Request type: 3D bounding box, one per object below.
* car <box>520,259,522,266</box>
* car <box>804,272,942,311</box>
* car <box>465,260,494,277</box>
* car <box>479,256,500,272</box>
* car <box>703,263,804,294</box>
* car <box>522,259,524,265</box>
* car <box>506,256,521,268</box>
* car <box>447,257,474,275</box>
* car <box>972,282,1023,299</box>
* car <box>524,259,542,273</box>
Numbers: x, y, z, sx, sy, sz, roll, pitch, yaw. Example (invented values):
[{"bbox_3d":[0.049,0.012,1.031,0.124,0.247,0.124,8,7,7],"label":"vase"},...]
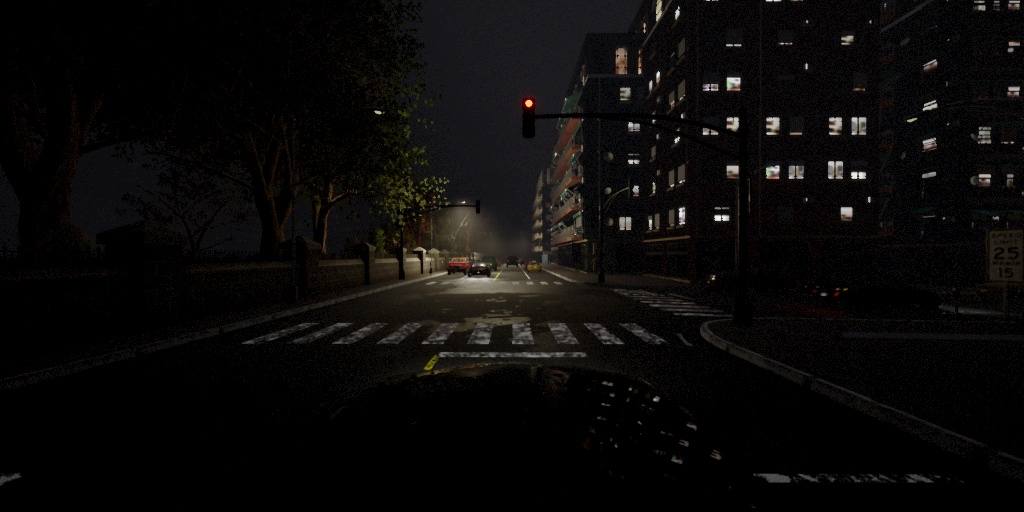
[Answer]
[{"bbox_3d":[2.749,1.316,55.310,2.007,1.370,4.403,0,0,0],"label":"car"},{"bbox_3d":[16.539,1.606,16.361,4.674,1.442,1.812,1,0,0],"label":"car"},{"bbox_3d":[-3.064,1.317,34.685,1.994,1.385,4.181,0,0,0],"label":"car"},{"bbox_3d":[-3.060,0.983,47.216,2.150,2.045,5.566,0,0,-1],"label":"car"},{"bbox_3d":[14.621,1.338,22.106,5.009,1.841,2.192,0,0,0],"label":"car"},{"bbox_3d":[2.743,1.306,49.774,1.888,1.381,4.507,0,0,0],"label":"car"},{"bbox_3d":[0.068,0.993,63.637,2.150,2.045,5.566,0,0,0],"label":"car"},{"bbox_3d":[-5.649,1.069,38.713,2.192,1.841,5.009,0,0,0],"label":"car"},{"bbox_3d":[31.538,1.857,22.141,4.829,1.417,1.751,0,0,0],"label":"car"},{"bbox_3d":[2.737,1.283,44.409,1.751,1.417,4.829,0,0,0],"label":"car"}]
